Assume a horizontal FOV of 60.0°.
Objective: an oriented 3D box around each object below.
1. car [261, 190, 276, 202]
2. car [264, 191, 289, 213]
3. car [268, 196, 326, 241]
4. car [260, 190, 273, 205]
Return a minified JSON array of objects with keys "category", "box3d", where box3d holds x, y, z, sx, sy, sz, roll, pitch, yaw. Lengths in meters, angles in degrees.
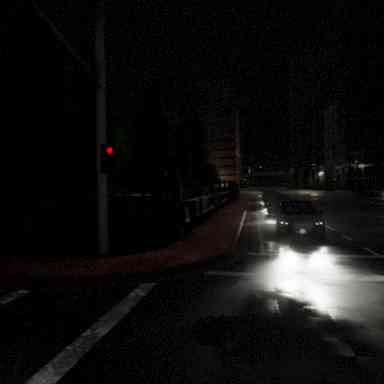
[{"category":"car","box3d":[10.646,0.478,46.515,1.837,1.490,4.892,-1,1,11]},{"category":"car","box3d":[6.510,0.921,24.499,1.882,1.535,5.008,-1,1,11]},{"category":"car","box3d":[4.643,1.143,14.778,2.128,1.511,4.902,-1,1,13]},{"category":"car","box3d":[8.391,0.719,34.624,2.128,1.511,4.902,-1,1,11]}]
